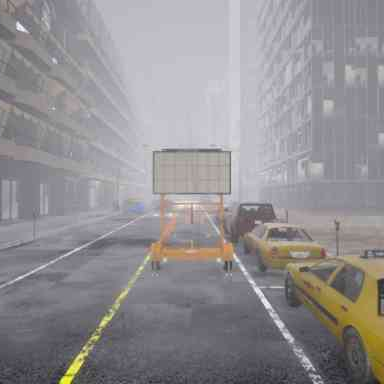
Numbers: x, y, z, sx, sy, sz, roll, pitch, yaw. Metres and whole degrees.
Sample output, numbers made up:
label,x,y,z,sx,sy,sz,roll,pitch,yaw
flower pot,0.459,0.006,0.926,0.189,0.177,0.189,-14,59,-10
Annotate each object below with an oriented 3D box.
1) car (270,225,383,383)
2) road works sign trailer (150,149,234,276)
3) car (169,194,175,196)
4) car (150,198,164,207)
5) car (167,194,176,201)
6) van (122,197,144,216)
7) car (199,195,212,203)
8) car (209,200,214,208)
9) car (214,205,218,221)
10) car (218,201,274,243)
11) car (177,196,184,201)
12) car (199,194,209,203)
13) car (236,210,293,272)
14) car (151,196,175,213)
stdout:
label,x,y,z,sx,sy,sz,roll,pitch,yaw
car,2.702,1.528,5.098,1.752,1.417,4.829,1,0,0
road works sign trailer,0.000,0.471,10.325,2.380,3.560,2.880,0,0,0
car,-5.685,1.725,82.247,1.887,1.381,4.507,1,0,0
car,-5.683,1.666,54.633,1.802,1.307,4.206,1,0,0
car,-5.683,1.545,93.294,2.192,1.841,5.009,1,0,0
van,-5.677,1.374,32.542,1.690,1.788,3.998,1,0,0
car,2.697,1.668,60.155,1.947,1.339,4.313,1,0,0
car,2.700,1.569,27.019,1.887,1.381,4.507,1,0,0
car,2.701,1.583,21.495,1.947,1.339,4.313,1,0,0
car,2.705,1.326,15.973,2.192,1.841,5.009,1,0,0
car,-3.004,1.688,89.186,1.882,1.535,5.008,0,-1,0
car,2.698,1.473,76.726,2.192,1.841,5.009,1,0,0
car,2.702,1.532,10.621,1.752,1.417,4.829,1,0,0
car,-3.102,1.520,37.560,1.882,1.535,5.008,0,0,0
